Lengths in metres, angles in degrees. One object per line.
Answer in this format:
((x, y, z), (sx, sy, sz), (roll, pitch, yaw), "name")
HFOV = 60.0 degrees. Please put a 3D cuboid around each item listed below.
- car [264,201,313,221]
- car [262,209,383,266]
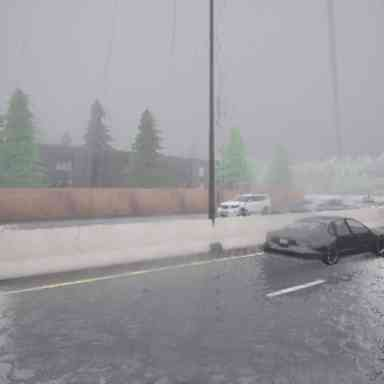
((8.088, 1.545, 27.725), (4.181, 1.385, 1.994), (0, 0, -42), "car")
((4.811, 1.538, 11.494), (5.357, 1.411, 2.033), (0, 0, -36), "car")
